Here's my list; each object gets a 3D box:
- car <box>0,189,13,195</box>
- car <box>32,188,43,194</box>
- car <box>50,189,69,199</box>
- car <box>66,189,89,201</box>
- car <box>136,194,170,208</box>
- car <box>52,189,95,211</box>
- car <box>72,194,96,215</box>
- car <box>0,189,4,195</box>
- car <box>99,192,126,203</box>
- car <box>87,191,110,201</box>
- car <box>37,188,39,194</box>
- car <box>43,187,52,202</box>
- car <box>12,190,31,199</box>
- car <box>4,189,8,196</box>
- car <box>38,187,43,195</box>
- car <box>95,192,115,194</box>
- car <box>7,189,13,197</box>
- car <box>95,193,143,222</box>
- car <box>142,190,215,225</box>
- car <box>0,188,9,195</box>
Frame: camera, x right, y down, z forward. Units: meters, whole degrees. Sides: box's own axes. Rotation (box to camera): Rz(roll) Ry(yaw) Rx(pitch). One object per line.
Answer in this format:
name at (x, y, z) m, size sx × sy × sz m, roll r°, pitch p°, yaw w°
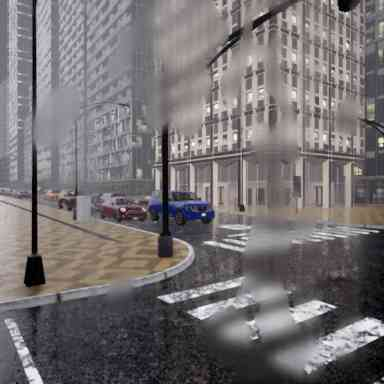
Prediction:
car at (-40.291, 0.014, 72.092) m, size 1.947 × 1.339 × 4.313 m, roll 1°, pitch 0°, yaw -36°
car at (-40.009, -0.216, 86.105) m, size 1.947 × 1.339 × 4.313 m, roll 1°, pitch 0°, yaw -36°
car at (-23.141, 0.326, 58.041) m, size 1.882 × 1.535 × 5.008 m, roll 0°, pitch 1°, yaw -36°
car at (-17.198, 0.397, 49.727) m, size 2.097 × 1.767 × 4.553 m, roll 0°, pitch 1°, yaw -36°
car at (-4.330, 0.979, 36.210) m, size 1.802 × 1.307 × 4.206 m, roll 1°, pitch 0°, yaw -36°
car at (-11.103, 0.727, 31.284) m, size 2.192 × 1.841 × 5.009 m, roll 1°, pitch 0°, yaw -36°
car at (-7.868, 1.102, 26.751) m, size 1.802 × 1.307 × 4.206 m, roll 1°, pitch 0°, yaw -36°
car at (-37.048, 0.105, 67.558) m, size 2.008 × 1.369 × 4.403 m, roll 1°, pitch 0°, yaw -36°
car at (-10.914, 0.704, 45.421) m, size 1.752 × 1.417 × 4.829 m, roll 1°, pitch 0°, yaw -36°
car at (-14.060, 0.641, 49.819) m, size 1.947 × 1.339 × 4.313 m, roll 1°, pitch 0°, yaw -36°
car at (-36.759, -0.360, 81.568) m, size 2.192 × 1.841 × 5.009 m, roll 1°, pitch 0°, yaw -36°
car at (-19.278, 0.417, 47.275) m, size 2.097 × 1.767 × 4.553 m, roll 0°, pitch 1°, yaw -35°
car at (-27.321, 0.420, 53.956) m, size 1.887 × 1.381 × 4.507 m, roll 1°, pitch 0°, yaw -36°
car at (-33.806, 0.206, 63.024) m, size 1.887 × 1.381 × 4.507 m, roll 1°, pitch 0°, yaw -36°
car at (-33.521, -0.023, 77.033) m, size 1.887 × 1.381 × 4.507 m, roll 1°, pitch 0°, yaw -36°
car at (-6.508, 0.844, 29.283) m, size 2.097 × 1.767 × 4.553 m, roll 0°, pitch 1°, yaw -36°
car at (-30.563, 0.319, 58.490) m, size 2.008 × 1.369 × 4.403 m, roll 1°, pitch 0°, yaw -36°
car at (-4.621, 1.067, 22.217) m, size 1.967 × 1.590 × 4.097 m, roll 1°, pitch 0°, yaw -36°
car at (-0.847, 0.898, 21.424) m, size 2.150 × 2.045 × 5.566 m, roll 0°, pitch 1°, yaw -34°
car at (-43.533, -0.114, 76.626) m, size 1.887 × 1.381 × 4.507 m, roll 1°, pitch 0°, yaw -36°
